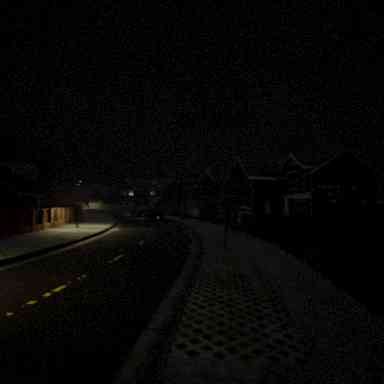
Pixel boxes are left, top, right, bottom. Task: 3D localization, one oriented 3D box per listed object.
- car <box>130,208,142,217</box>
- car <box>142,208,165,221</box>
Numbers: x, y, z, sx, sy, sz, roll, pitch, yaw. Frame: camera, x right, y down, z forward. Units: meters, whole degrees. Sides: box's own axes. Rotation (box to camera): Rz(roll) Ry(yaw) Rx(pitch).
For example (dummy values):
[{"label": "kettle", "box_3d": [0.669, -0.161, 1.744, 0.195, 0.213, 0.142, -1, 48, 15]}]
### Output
[{"label": "car", "box_3d": [-7.937, 3.015, 50.088, 1.895, 1.301, 4.718, 2, -2, -23]}, {"label": "car", "box_3d": [-4.488, 2.691, 39.961, 1.837, 1.490, 4.892, 2, -2, -16]}]
